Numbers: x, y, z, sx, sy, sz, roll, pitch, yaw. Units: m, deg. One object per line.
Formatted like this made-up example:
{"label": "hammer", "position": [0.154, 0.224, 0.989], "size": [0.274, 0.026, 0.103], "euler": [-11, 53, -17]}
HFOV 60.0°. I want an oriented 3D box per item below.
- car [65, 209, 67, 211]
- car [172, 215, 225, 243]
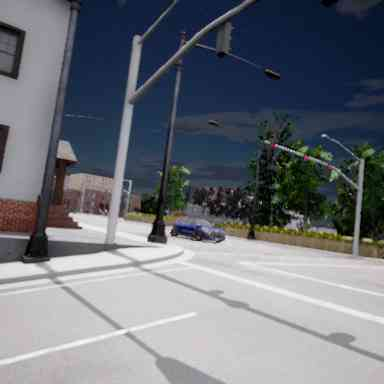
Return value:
{"label": "car", "position": [-19.803, 2.802, 52.458], "size": [2.033, 1.411, 5.357], "euler": [10, -6, -36]}
{"label": "car", "position": [0.467, 2.687, 24.704], "size": [2.097, 1.767, 4.553], "euler": [10, -6, -36]}
